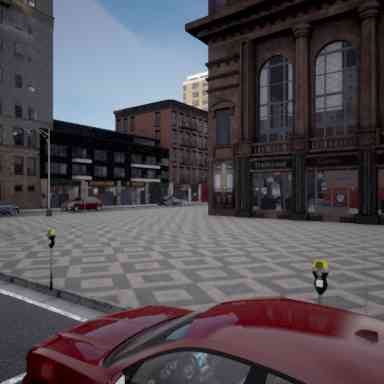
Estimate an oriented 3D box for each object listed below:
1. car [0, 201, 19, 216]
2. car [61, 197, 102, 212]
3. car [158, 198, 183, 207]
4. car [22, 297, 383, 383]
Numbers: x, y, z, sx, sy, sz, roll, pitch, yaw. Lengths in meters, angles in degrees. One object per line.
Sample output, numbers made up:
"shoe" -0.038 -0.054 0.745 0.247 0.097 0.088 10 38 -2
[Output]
"car" -18.203 1.521 30.505 1.994 1.385 4.181 0 0 36
"car" -12.623 1.314 38.086 2.097 1.767 4.553 0 0 36
"car" -3.299 1.539 50.732 1.994 1.385 4.181 0 0 37
"car" 0.485 1.545 2.500 4.507 1.381 1.887 0 0 35
